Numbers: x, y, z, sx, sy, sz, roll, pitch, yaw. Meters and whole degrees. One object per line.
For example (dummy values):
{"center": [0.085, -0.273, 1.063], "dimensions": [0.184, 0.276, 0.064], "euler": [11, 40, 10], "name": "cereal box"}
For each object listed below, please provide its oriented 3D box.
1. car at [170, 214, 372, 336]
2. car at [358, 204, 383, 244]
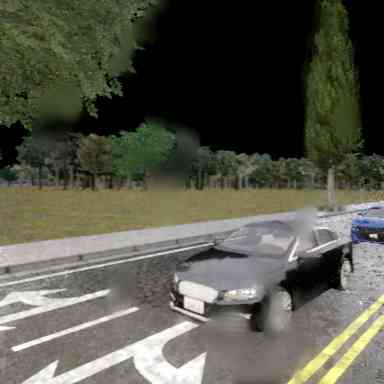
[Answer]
{"center": [1.683, 1.359, 6.648], "dimensions": [2.128, 1.511, 4.902], "euler": [2, 2, 43], "name": "car"}
{"center": [8.082, 1.251, 13.541], "dimensions": [1.882, 1.535, 5.008], "euler": [2, 2, 43], "name": "car"}
